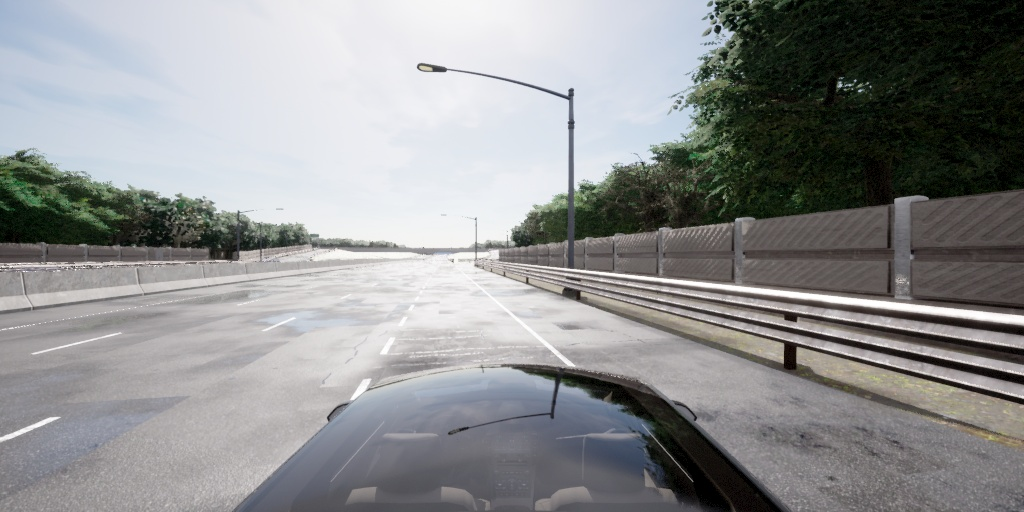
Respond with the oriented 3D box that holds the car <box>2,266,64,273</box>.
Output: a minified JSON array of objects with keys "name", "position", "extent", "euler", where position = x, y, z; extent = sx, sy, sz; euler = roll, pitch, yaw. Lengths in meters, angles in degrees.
[{"name":"car","position":[-28.576,1.319,21.317],"extent":[1.994,1.385,4.181],"euler":[0,0,-11]}]
